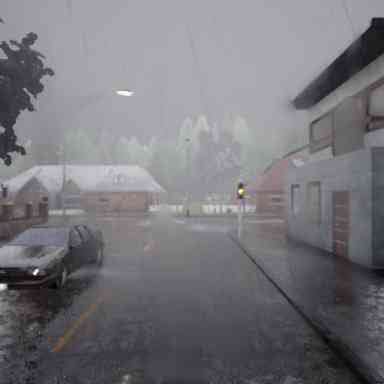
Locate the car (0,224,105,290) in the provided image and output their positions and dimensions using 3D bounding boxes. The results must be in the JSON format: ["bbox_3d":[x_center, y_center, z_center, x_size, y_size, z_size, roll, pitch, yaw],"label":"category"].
[{"bbox_3d":[-4.036,1.665,9.747,2.033,1.411,5.357,0,-1,1],"label":"car"}]
